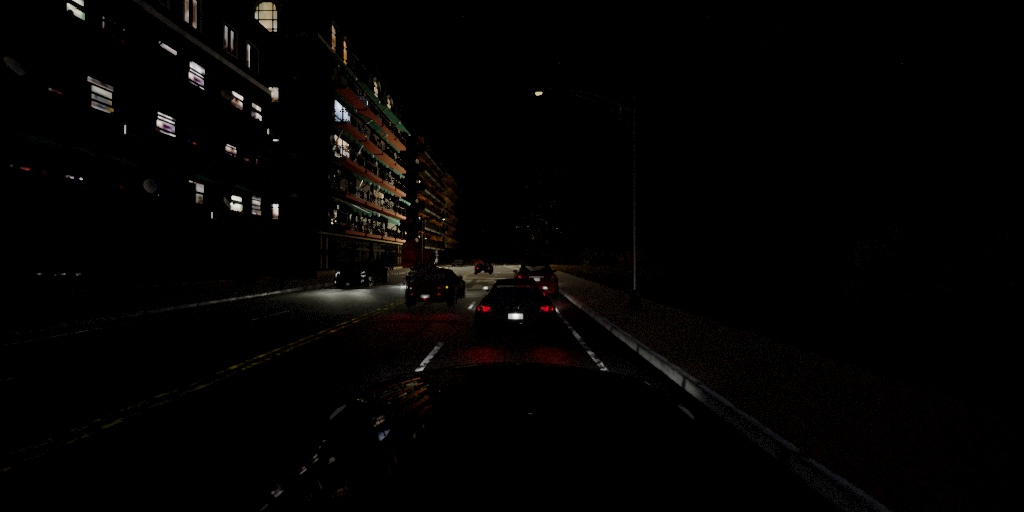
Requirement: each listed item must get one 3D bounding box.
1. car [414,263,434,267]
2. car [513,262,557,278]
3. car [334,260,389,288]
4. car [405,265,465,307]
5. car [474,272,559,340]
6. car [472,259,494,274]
[{"bbox_3d":[-6.595,1.281,27.138,1.812,1.442,4.674,0,0,0],"label":"car"},{"bbox_3d":[1.141,1.105,18.585,2.097,1.767,4.553,0,0,0],"label":"car"},{"bbox_3d":[-9.846,1.107,23.737,2.097,1.767,4.553,0,0,0],"label":"car"},{"bbox_3d":[-3.149,1.279,15.301,1.812,1.442,4.674,0,0,0],"label":"car"},{"bbox_3d":[0.096,1.316,10.005,1.994,1.385,4.181,0,0,0],"label":"car"},{"bbox_3d":[-3.140,1.357,41.077,1.895,1.301,4.718,0,0,0],"label":"car"}]
